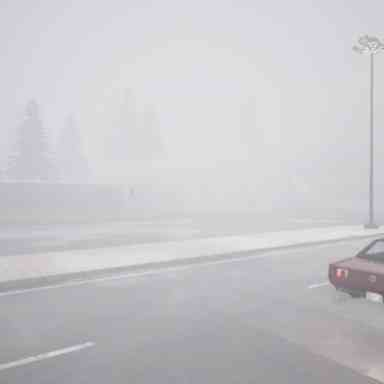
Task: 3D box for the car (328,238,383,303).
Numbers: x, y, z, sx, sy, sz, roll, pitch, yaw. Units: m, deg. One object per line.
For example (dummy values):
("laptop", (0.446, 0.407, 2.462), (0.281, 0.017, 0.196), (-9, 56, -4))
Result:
("car", (5.195, 1.678, 7.448), (4.718, 1.301, 1.895), (1, 0, -35))
